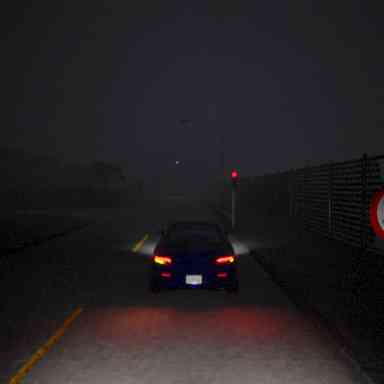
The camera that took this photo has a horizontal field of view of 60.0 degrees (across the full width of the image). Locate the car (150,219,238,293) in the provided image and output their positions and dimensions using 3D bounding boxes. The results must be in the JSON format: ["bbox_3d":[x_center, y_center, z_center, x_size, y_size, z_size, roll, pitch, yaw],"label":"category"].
[{"bbox_3d":[0.056,1.399,8.374,1.812,1.442,4.674,0,1,1],"label":"car"}]
